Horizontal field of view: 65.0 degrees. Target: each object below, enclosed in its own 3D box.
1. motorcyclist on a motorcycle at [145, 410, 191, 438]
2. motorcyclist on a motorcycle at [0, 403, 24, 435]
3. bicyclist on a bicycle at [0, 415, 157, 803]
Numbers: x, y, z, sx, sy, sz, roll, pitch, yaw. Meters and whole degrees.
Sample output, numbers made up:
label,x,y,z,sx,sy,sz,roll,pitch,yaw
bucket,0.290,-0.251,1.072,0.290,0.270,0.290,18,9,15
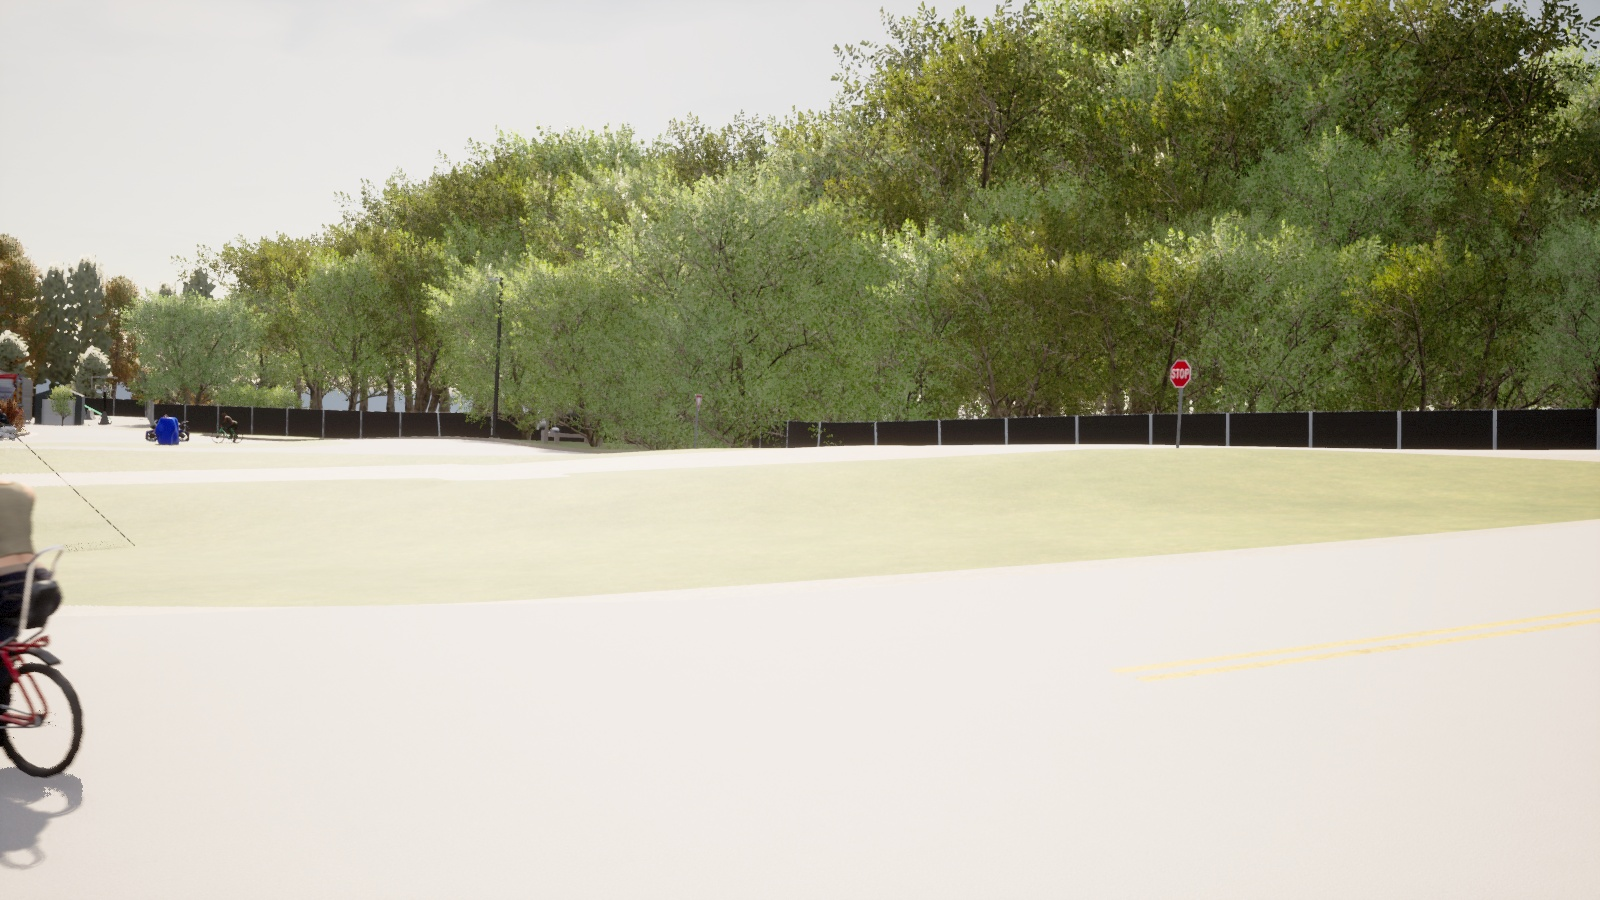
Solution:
label,x,y,z,sx,sy,sz,roll,pitch,yaw
motorcyclist on a motorcycle,-35.288,-1.450,70.136,2.191,1.530,0.866,1,2,-24
motorcyclist on a motorcycle,-40.964,-1.611,64.333,0.866,1.590,1.817,3,1,31
bicyclist on a bicycle,-3.967,0.653,5.902,1.509,1.612,0.866,2,3,19
